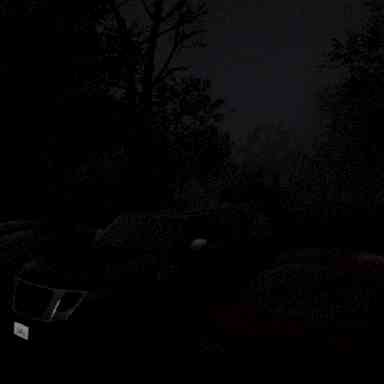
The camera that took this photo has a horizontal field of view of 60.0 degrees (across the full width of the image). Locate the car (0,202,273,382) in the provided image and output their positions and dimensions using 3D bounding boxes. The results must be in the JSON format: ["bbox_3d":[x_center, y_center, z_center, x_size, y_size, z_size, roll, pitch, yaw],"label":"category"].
[{"bbox_3d":[-0.322,1.232,6.030,2.435,2.045,5.566,0,0,36],"label":"car"}]

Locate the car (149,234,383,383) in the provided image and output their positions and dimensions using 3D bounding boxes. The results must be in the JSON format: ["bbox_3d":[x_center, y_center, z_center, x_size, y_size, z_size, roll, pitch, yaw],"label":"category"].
[{"bbox_3d":[1.949,1.484,4.416,2.097,1.535,5.008,0,0,36],"label":"car"}]
